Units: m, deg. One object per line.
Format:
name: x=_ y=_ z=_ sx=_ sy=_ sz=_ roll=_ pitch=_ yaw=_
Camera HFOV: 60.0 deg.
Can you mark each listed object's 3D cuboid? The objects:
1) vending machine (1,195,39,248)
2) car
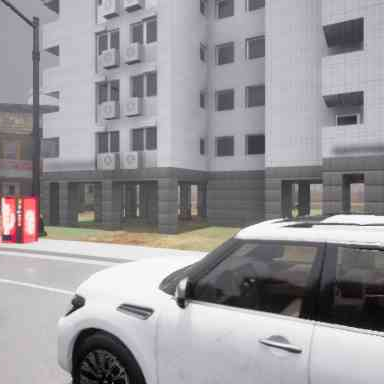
vending machine: x=-7.198 y=1.195 z=13.927 sx=0.880 sy=2.100 sz=1.100 roll=0 pitch=0 yaw=21
car: x=1.226 y=1.222 z=3.032 sx=5.566 sy=2.045 sz=2.150 roll=0 pitch=0 yaw=32
